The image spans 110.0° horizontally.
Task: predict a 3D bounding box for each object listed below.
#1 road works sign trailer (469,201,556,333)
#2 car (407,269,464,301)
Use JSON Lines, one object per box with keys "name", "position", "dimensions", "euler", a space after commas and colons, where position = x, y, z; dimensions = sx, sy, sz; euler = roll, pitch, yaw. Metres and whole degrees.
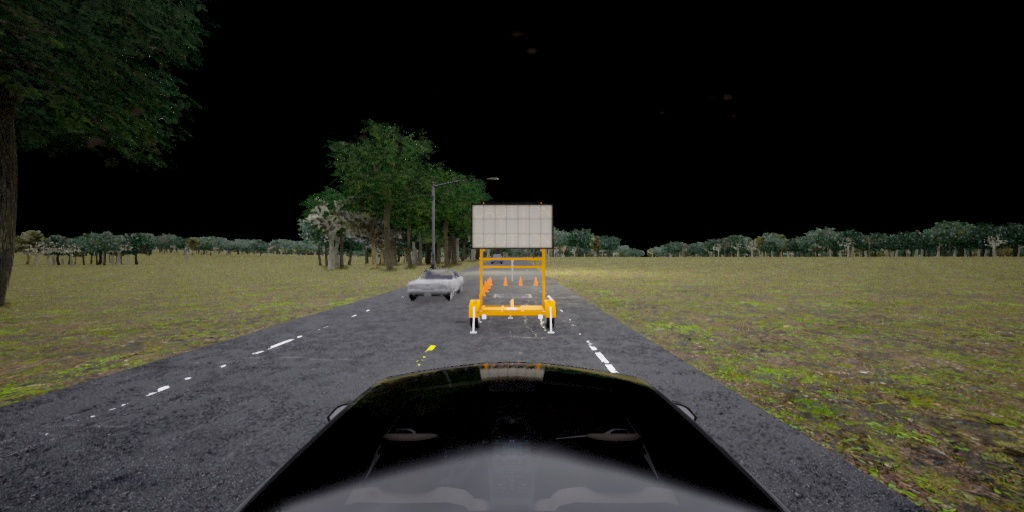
{"name": "road works sign trailer", "position": [0.012, 0.199, 10.614], "dimensions": [2.380, 3.560, 2.880], "euler": [0, 0, 0]}
{"name": "car", "position": [-3.562, 1.318, 17.357], "dimensions": [1.895, 1.301, 4.718], "euler": [0, 0, 0]}
